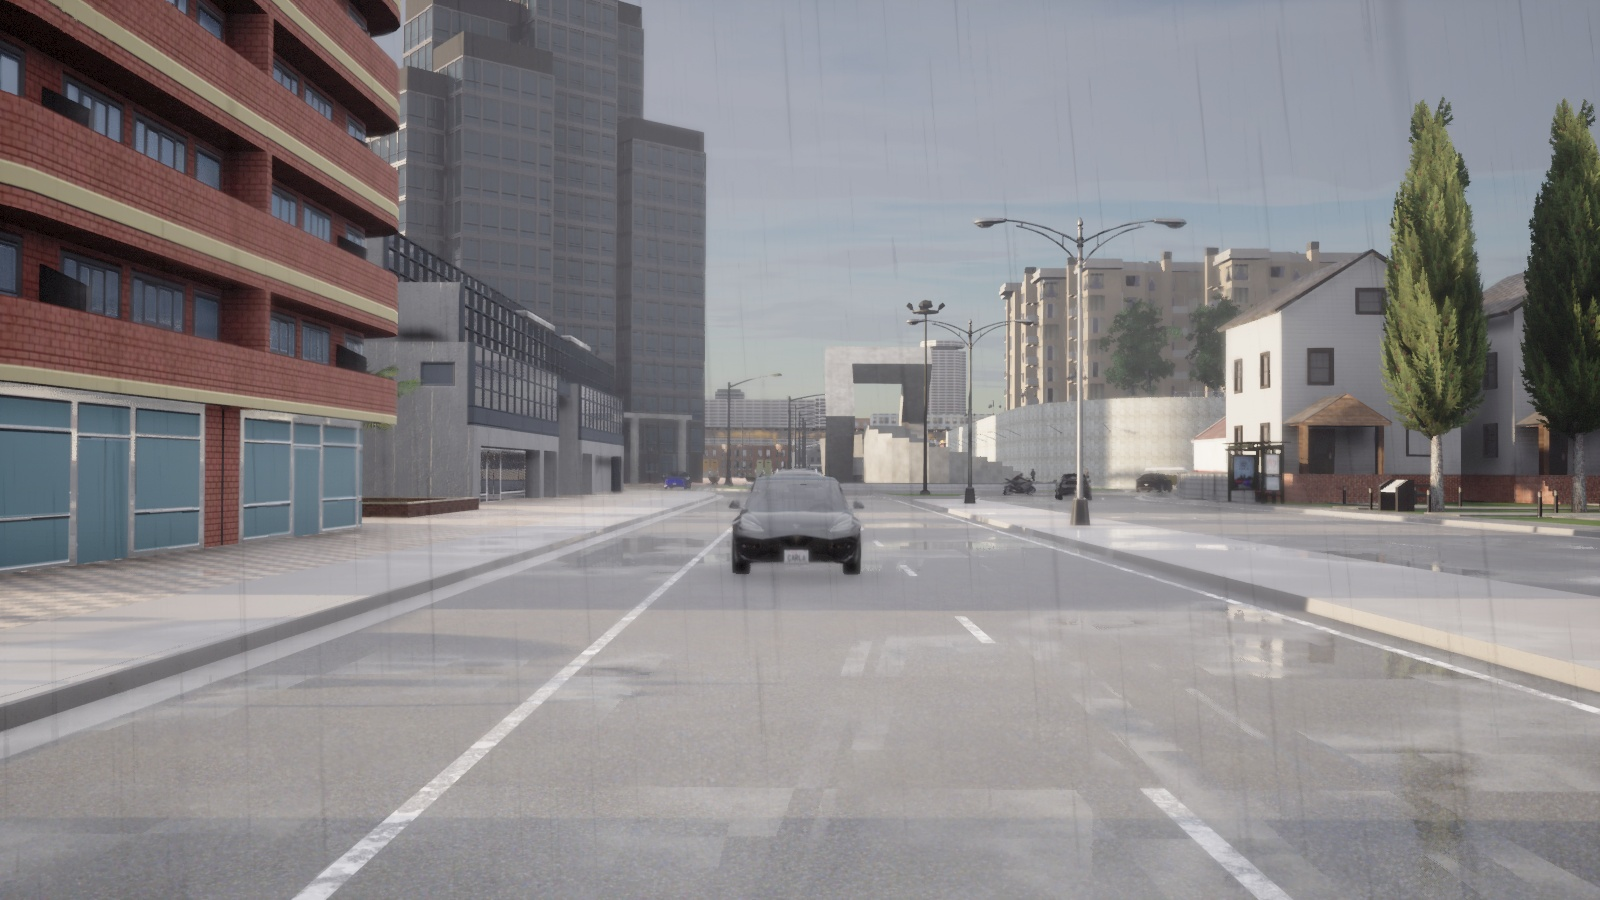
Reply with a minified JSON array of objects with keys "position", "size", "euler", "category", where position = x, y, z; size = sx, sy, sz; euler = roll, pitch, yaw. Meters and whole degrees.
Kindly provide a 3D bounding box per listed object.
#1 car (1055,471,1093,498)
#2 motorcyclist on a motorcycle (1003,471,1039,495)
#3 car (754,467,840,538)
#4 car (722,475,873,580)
[{"position":[15.627,1.959,71.785],"size":[1.837,1.490,4.892],"euler":[-1,-1,9],"category":"car"},{"position":[14.580,2.181,82.937],"size":[2.191,1.530,0.866],"euler":[0,-1,-11],"category":"motorcyclist on a motorcycle"},{"position":[-0.074,1.282,32.038],"size":[2.033,1.649,4.856],"euler":[0,-1,0],"category":"car"},{"position":[-0.046,1.158,20.475],"size":[2.163,1.488,4.792],"euler":[0,-1,0],"category":"car"}]
